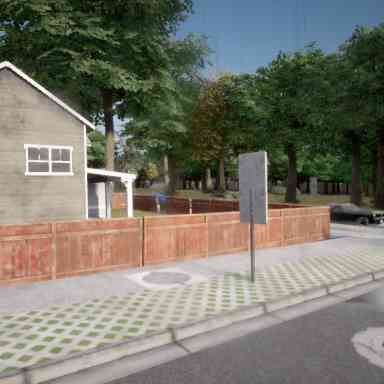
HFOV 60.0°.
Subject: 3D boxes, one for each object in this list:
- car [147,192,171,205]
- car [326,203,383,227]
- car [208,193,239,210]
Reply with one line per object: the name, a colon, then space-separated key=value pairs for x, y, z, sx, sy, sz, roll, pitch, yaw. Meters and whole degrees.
car: x=-4.311 y=0.729 z=42.479 sx=1.882 sy=1.535 sz=5.008 roll=-2 pitch=2 yaw=-35
car: x=10.182 y=1.426 z=21.888 sx=1.895 sy=1.301 sz=4.718 roll=-2 pitch=2 yaw=-35
car: x=3.353 y=0.938 z=31.574 sx=2.097 sy=1.767 sz=4.553 roll=-2 pitch=2 yaw=-35
